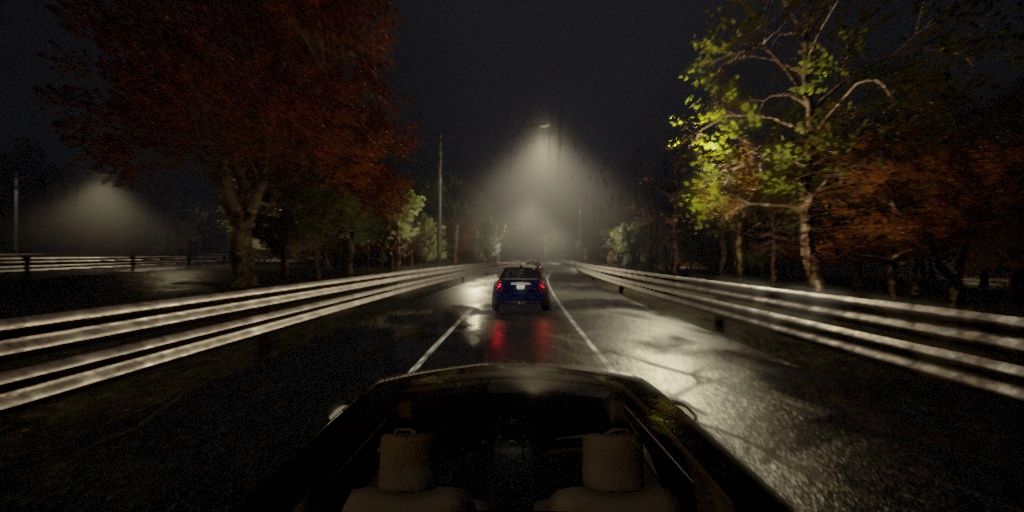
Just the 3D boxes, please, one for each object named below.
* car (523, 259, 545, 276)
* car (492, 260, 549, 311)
[{"bbox_3d":[2.536,1.258,40.429,2.097,1.767,4.553,0,0,7],"label":"car"},{"bbox_3d":[0.402,1.146,15.006,2.097,1.767,4.553,0,0,2],"label":"car"}]
